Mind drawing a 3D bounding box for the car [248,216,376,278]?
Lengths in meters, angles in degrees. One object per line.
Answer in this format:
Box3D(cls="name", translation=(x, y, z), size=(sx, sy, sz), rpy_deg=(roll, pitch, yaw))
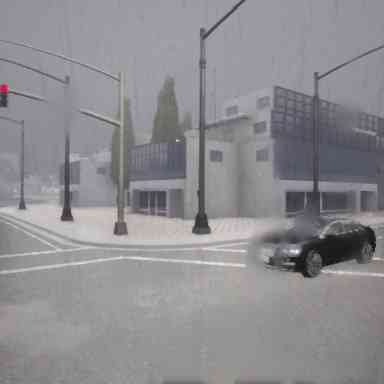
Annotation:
Box3D(cls="car", translation=(3.844, 1.522, 10.295), size=(4.902, 1.511, 2.128), rpy_deg=(0, 0, -37))
